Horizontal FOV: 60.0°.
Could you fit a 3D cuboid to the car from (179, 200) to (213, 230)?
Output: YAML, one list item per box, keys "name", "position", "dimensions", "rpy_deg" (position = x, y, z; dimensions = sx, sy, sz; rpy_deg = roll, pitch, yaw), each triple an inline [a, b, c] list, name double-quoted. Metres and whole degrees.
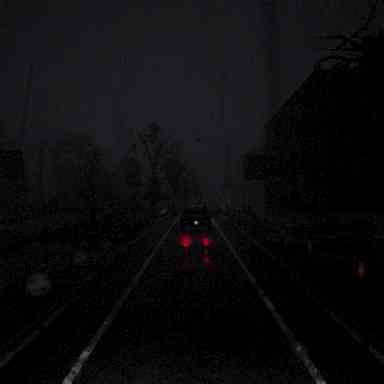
- name: "car"
  position: [0.236, 1.509, 21.047]
  dimensions: [2.128, 1.511, 4.902]
  rpy_deg: [0, 0, 0]

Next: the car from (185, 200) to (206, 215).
- name: "car"
  position: [0.338, 1.626, 36.586]
  dimensions: [2.128, 1.511, 4.902]
  rpy_deg: [0, -1, 0]
